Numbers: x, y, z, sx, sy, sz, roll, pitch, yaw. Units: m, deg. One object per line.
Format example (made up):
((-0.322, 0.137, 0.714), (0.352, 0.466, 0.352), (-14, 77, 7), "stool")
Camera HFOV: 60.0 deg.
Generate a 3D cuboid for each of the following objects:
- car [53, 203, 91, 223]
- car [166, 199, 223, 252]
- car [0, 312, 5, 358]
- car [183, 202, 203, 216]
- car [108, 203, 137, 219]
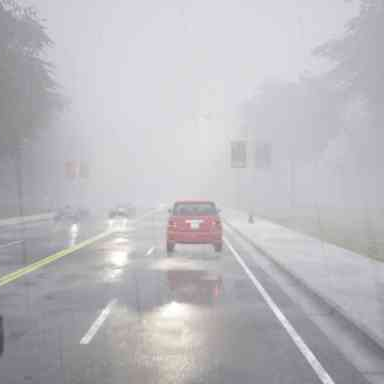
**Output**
((-9.812, 1.682, 27.620), (1.812, 1.442, 4.674), (0, -1, 0), "car")
((0.096, 1.295, 14.410), (2.150, 2.045, 5.566), (0, 0, 0), "car")
((-3.150, 1.228, 1.323), (2.150, 2.045, 5.566), (0, 0, 0), "car")
((0.090, 1.783, 36.387), (1.994, 1.385, 4.181), (0, 0, 0), "car")
((-6.528, 1.733, 31.850), (2.033, 1.411, 5.357), (0, 0, 0), "car")
